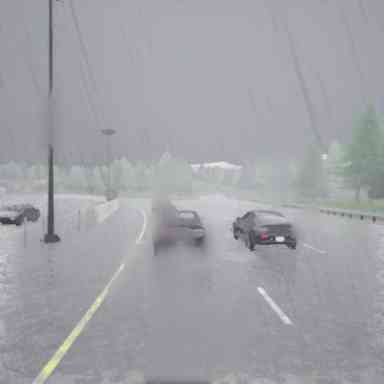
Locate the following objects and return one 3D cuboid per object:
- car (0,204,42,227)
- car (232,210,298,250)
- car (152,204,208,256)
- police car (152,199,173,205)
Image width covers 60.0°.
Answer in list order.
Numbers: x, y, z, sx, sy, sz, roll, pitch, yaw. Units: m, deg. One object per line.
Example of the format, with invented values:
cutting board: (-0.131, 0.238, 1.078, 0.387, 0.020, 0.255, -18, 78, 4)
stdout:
car: (-12.031, 1.554, 22.900, 2.033, 1.411, 5.357, 0, 0, -7)
car: (2.948, 1.488, 14.043, 1.812, 1.442, 4.674, 0, 0, -4)
car: (-0.492, 1.460, 12.994, 2.128, 1.511, 4.902, 0, 0, -4)
police car: (-2.776, 1.428, 32.132, 2.038, 1.542, 4.974, 0, 0, -9)
